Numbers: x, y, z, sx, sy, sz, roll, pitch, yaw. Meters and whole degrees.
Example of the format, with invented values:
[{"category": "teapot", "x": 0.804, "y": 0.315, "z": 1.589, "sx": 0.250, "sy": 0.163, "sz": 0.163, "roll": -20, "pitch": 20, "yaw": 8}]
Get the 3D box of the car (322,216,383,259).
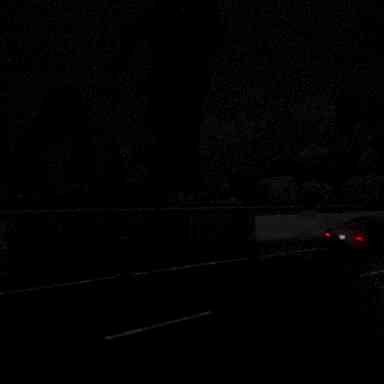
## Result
[{"category": "car", "x": 7.448, "y": 1.670, "z": 13.096, "sx": 5.357, "sy": 1.411, "sz": 2.033, "roll": 1, "pitch": 0, "yaw": -32}]
